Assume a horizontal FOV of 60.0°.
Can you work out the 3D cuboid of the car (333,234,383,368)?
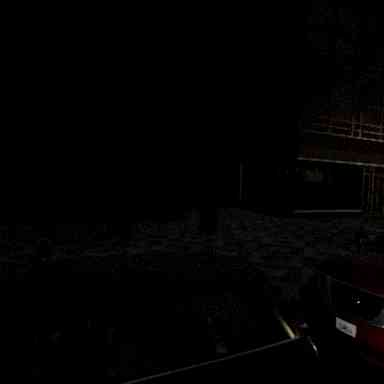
[{"bbox_3d":[4.025,1.267,4.863,5.009,1.841,2.192,1,3,-26],"label":"car"}]

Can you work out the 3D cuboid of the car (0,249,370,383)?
[{"bbox_3d":[-1.031,1.283,2.430,4.097,1.590,1.967,1,3,-26],"label":"car"}]
